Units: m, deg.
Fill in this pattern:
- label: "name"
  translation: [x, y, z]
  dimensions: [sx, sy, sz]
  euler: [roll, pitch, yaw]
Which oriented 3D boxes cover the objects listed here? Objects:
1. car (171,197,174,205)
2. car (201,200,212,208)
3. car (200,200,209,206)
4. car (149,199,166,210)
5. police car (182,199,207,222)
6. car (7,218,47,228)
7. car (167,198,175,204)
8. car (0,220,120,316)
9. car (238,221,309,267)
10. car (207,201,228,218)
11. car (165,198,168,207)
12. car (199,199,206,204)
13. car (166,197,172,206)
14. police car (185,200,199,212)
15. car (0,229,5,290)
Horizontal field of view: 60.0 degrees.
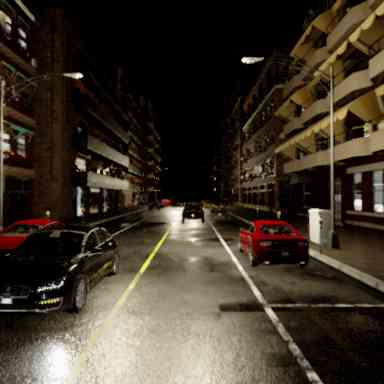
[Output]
- label: "car"
  translation: [-5.656, 2.167, 79.448]
  dimensions: [2.192, 1.841, 5.009]
  euler: [0, -1, 0]
- label: "car"
  translation: [2.717, 2.238, 62.529]
  dimensions: [1.947, 1.339, 4.313]
  euler: [0, -1, 0]
- label: "car"
  translation: [2.721, 2.374, 73.801]
  dimensions: [1.802, 1.307, 4.206]
  euler: [0, -1, 0]
- label: "car"
  translation: [-5.668, 2.103, 51.265]
  dimensions: [2.008, 1.369, 4.403]
  euler: [0, -1, 0]
- label: "police car"
  translation: [0.093, 1.747, 29.756]
  dimensions: [1.930, 1.638, 5.238]
  euler: [0, -1, 0]
- label: "car"
  translation: [-5.685, 1.674, 11.815]
  dimensions: [1.887, 1.381, 4.507]
  euler: [0, -1, 0]
- label: "car"
  translation: [-5.652, 2.495, 90.547]
  dimensions: [1.752, 1.417, 4.829]
  euler: [0, -1, 0]
- label: "car"
  translation: [-3.038, 1.593, 7.937]
  dimensions: [1.837, 1.490, 4.892]
  euler: [0, -1, 1]
- label: "car"
  translation: [2.696, 1.674, 11.807]
  dimensions: [1.887, 1.381, 4.507]
  euler: [0, -1, 0]
- label: "car"
  translation: [2.705, 1.922, 34.350]
  dimensions: [2.008, 1.369, 4.403]
  euler: [0, -1, 0]
- label: "car"
  translation: [-5.666, 2.163, 56.901]
  dimensions: [2.008, 1.369, 4.403]
  euler: [0, -1, 0]
- label: "car"
  translation: [2.729, 2.554, 90.709]
  dimensions: [1.802, 1.307, 4.206]
  euler: [0, -1, 0]
- label: "car"
  translation: [-5.661, 2.277, 68.173]
  dimensions: [1.887, 1.381, 4.507]
  euler: [0, -1, 0]
- label: "police car"
  translation: [0.033, 2.028, 48.897]
  dimensions: [2.038, 1.542, 4.974]
  euler: [0, -1, 0]
- label: "car"
  translation: [-5.687, 1.508, 6.179]
  dimensions: [1.967, 1.590, 4.097]
  euler: [0, -1, 0]
